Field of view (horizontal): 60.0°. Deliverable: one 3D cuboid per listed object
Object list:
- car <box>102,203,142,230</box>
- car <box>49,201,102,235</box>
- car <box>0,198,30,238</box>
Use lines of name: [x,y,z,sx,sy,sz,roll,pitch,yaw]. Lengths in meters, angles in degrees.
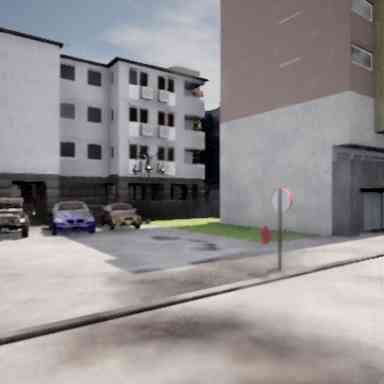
car: [-4.395,1.417,20.311,1.816,1.474,4.193,0,0,-25]
car: [-6.717,1.349,18.483,2.242,1.667,4.611,0,0,-25]
car: [-9.108,1.243,16.495,1.905,1.878,3.866,0,0,-25]
